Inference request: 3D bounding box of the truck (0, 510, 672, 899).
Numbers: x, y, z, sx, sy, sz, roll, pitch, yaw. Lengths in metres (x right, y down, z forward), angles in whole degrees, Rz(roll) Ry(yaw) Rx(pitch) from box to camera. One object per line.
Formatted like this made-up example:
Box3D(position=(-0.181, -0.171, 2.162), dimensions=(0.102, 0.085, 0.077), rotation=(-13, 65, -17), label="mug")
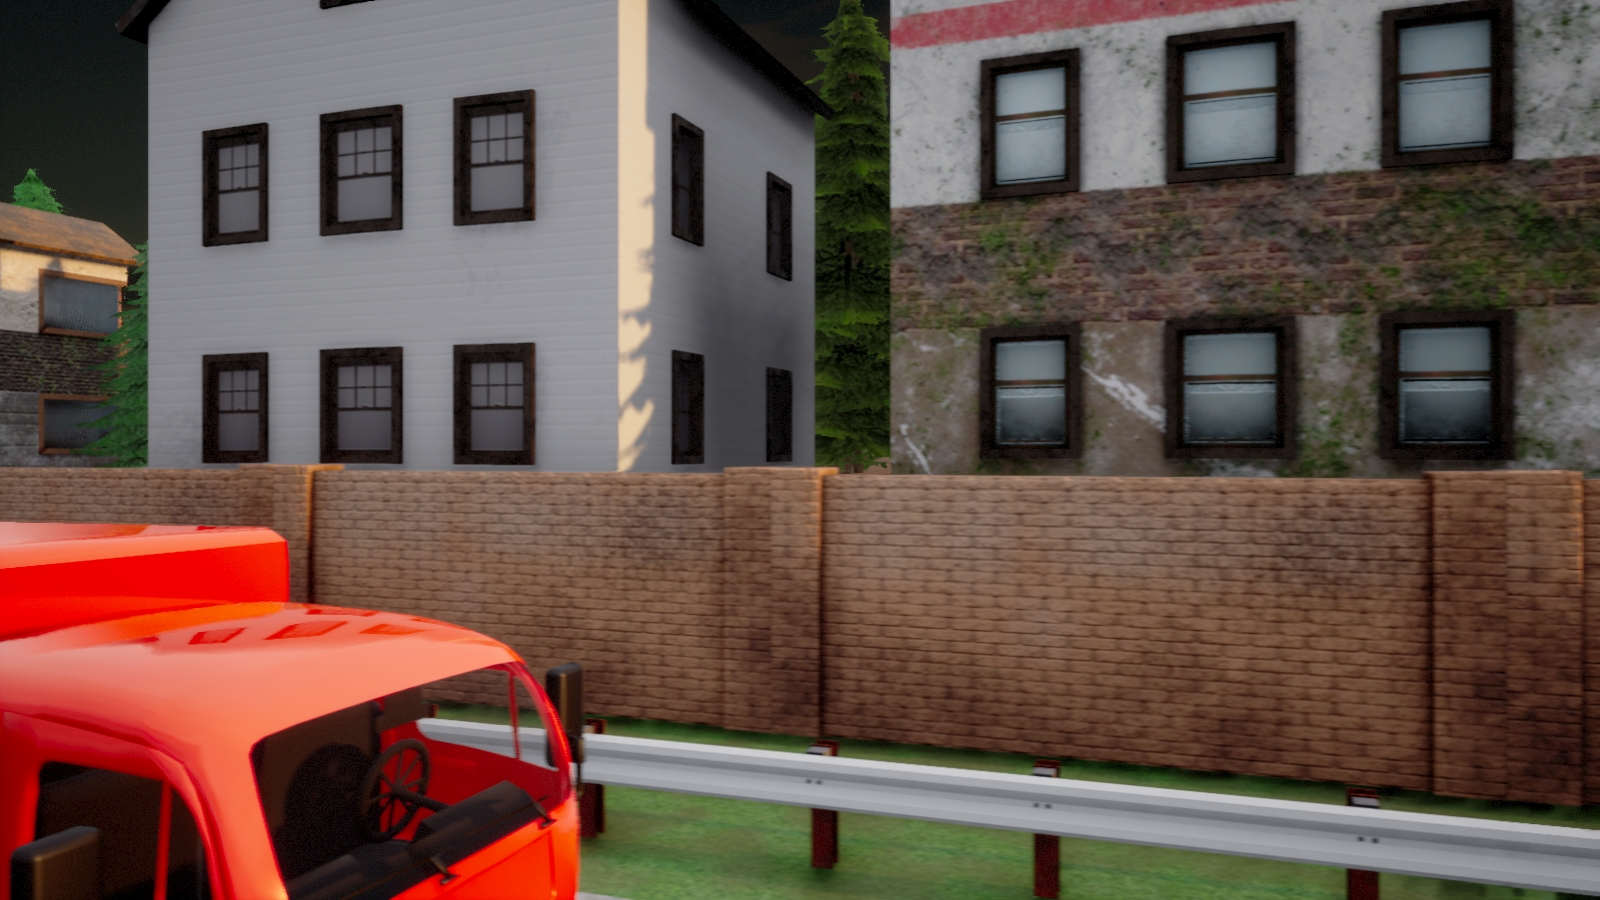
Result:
Box3D(position=(-3.446, 1.565, 4.546), dimensions=(5.204, 2.467, 2.627), rotation=(0, 0, 20), label="truck")
